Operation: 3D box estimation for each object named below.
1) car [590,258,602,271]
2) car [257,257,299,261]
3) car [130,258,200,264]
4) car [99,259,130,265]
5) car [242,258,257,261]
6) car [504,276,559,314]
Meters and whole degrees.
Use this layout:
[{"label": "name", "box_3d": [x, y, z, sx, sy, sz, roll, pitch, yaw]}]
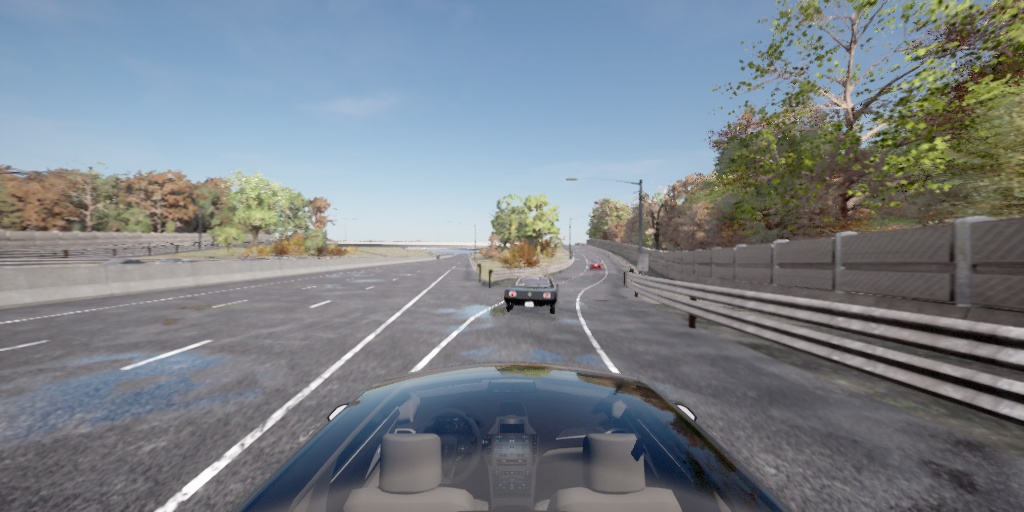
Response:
[{"label": "car", "box_3d": [14.593, 1.544, 62.211, 2.097, 1.767, 4.553, 1, 2, 13]}, {"label": "car", "box_3d": [-31.195, 0.942, 47.985, 2.128, 1.511, 4.902, 1, 0, -6]}, {"label": "car", "box_3d": [-29.125, 0.959, 30.828, 2.128, 1.511, 4.902, 1, 0, -7]}, {"label": "car", "box_3d": [-32.526, 0.961, 29.833, 1.812, 1.442, 4.674, 1, 0, -7]}, {"label": "car", "box_3d": [-34.685, 0.982, 47.794, 1.994, 1.385, 4.181, 1, 0, -6]}, {"label": "car", "box_3d": [0.967, 1.493, 14.692, 1.895, 1.301, 4.718, 2, -2, 9]}]
